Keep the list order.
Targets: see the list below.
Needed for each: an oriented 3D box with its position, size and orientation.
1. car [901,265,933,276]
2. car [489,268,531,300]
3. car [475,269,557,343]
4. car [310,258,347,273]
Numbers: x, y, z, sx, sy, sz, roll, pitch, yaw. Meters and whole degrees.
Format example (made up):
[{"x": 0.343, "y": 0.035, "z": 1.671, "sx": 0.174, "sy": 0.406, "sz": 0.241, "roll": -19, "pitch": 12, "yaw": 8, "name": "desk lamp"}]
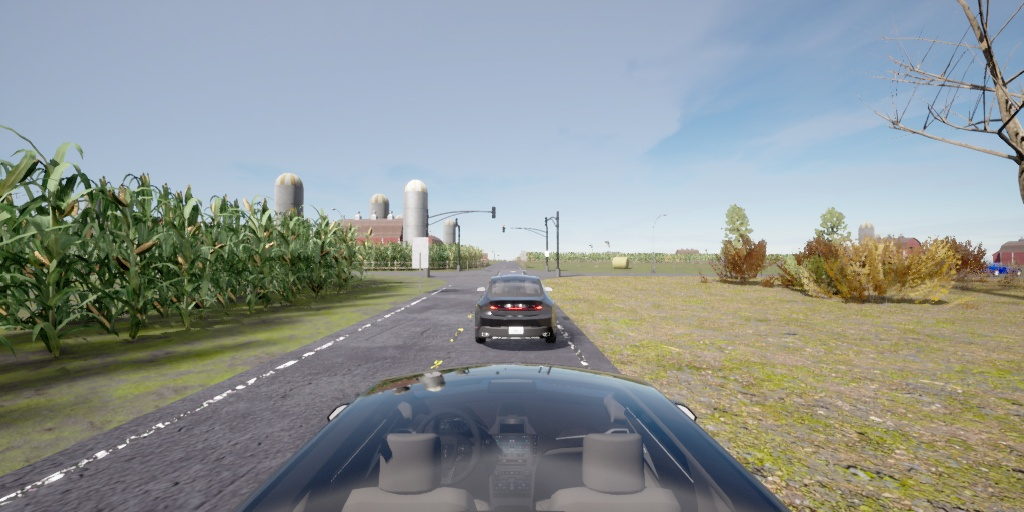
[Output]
[{"x": 48.559, "y": 1.768, "z": 42.536, "sx": 4.181, "sy": 1.385, "sz": 1.994, "roll": 1, "pitch": -1, "yaw": -5, "name": "car"}, {"x": 0.032, "y": 1.360, "z": 18.823, "sx": 1.895, "sy": 1.301, "sz": 4.718, "roll": 0, "pitch": 0, "yaw": 4, "name": "car"}, {"x": 0.080, "y": 1.259, "z": 9.672, "sx": 1.837, "sy": 1.490, "sz": 4.892, "roll": 0, "pitch": 0, "yaw": 0, "name": "car"}, {"x": -19.828, "y": 0.931, "z": 37.659, "sx": 4.553, "sy": 1.767, "sz": 2.097, "roll": 0, "pitch": -1, "yaw": -3, "name": "car"}]
